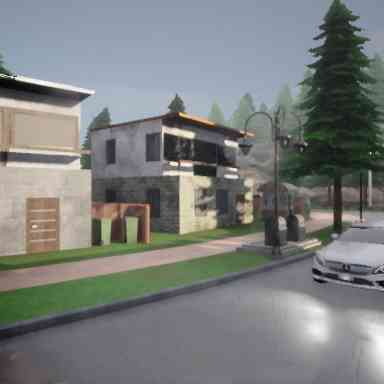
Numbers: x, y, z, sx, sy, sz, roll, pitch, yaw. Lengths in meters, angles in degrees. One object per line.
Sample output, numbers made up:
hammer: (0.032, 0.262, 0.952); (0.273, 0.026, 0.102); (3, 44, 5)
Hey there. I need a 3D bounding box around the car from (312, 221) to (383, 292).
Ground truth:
car: (4.841, 1.520, 8.694); (1.812, 1.442, 4.674); (0, 0, 44)
